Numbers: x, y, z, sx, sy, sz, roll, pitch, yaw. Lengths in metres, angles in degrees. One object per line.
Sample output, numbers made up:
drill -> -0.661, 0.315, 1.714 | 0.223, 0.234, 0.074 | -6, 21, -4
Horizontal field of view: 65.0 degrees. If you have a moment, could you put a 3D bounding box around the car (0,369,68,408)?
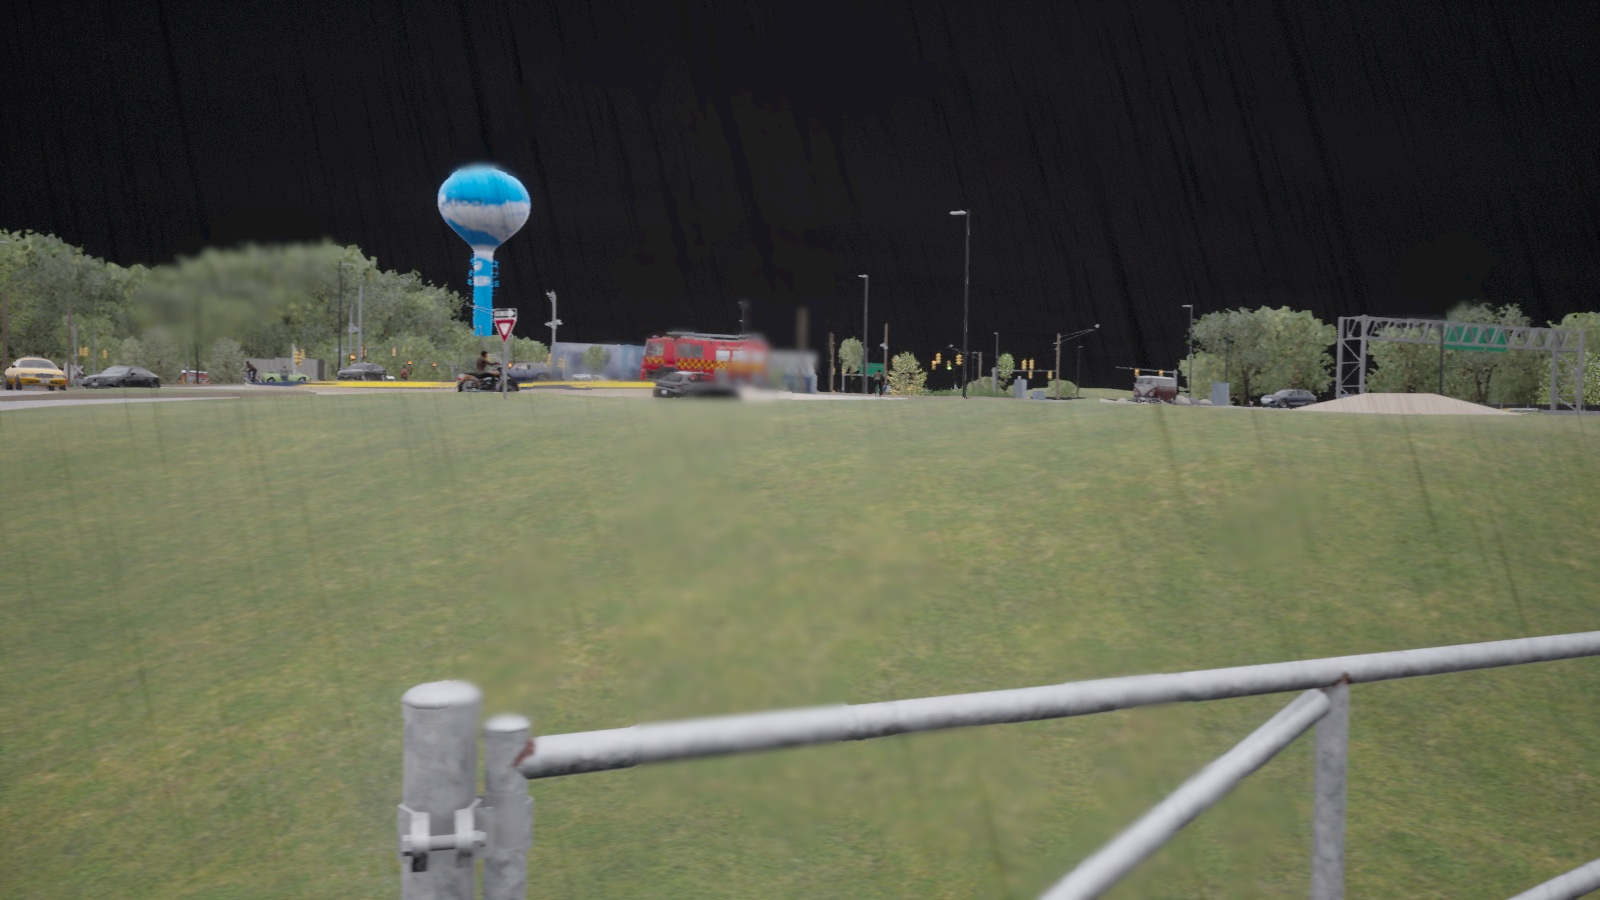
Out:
car -> -32.916, -2.610, 53.897 | 1.801, 1.575, 5.366 | -1, 2, -39

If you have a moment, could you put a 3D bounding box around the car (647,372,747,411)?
car -> -4.372, -2.514, 53.734 | 1.816, 1.474, 4.193 | 8, 7, 38

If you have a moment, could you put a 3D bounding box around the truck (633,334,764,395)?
truck -> -6.833, -5.793, 85.424 | 8.468, 3.827, 2.891 | 2, 1, 2

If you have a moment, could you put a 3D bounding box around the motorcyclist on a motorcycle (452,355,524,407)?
motorcyclist on a motorcycle -> -10.490, -2.301, 42.266 | 0.766, 1.649, 2.350 | 1, 1, 40

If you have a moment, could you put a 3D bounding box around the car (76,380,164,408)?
car -> -35.473, -2.918, 65.643 | 1.812, 1.442, 4.674 | 0, 2, 4

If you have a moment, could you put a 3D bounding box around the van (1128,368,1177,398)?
van -> 24.467, -4.651, 87.071 | 1.775, 1.987, 4.442 | 3, 4, 36

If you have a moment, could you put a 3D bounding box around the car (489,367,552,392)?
car -> -17.934, -4.515, 80.697 | 3.806, 1.475, 1.970 | -1, 2, -9

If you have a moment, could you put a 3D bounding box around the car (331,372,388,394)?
car -> -32.337, -4.965, 92.400 | 1.837, 1.490, 4.892 | 0, 4, 9
